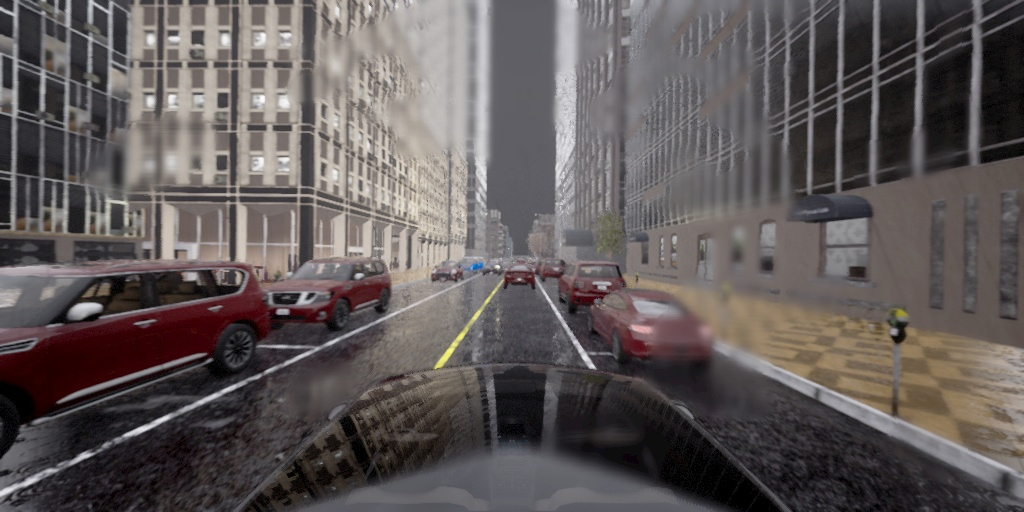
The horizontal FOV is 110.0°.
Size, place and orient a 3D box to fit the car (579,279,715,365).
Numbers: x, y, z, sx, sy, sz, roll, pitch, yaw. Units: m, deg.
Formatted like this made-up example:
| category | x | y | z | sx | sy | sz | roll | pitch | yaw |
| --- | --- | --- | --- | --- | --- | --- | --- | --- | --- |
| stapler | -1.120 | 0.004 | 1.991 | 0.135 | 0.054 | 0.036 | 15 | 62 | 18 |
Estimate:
| category | x | y | z | sx | sy | sz | roll | pitch | yaw |
| --- | --- | --- | --- | --- | --- | --- | --- | --- | --- |
| car | 2.793 | 1.368 | 7.925 | 1.802 | 1.307 | 4.207 | 0 | 0 | 1 |

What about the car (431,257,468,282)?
| category | x | y | z | sx | sy | sz | roll | pitch | yaw |
| --- | --- | --- | --- | --- | --- | --- | --- | --- | --- |
| car | -4.801 | 1.097 | 27.219 | 1.967 | 1.591 | 4.097 | 0 | 0 | 1 |

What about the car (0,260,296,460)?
| category | x | y | z | sx | sy | sz | roll | pitch | yaw |
| --- | --- | --- | --- | --- | --- | --- | --- | --- | --- |
| car | -5.432 | 0.982 | 4.528 | 2.192 | 1.841 | 5.009 | 0 | 0 | 1 |

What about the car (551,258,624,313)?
| category | x | y | z | sx | sy | sz | roll | pitch | yaw |
| --- | --- | --- | --- | --- | --- | --- | --- | --- | --- |
| car | 2.944 | 1.098 | 13.961 | 2.192 | 1.841 | 5.009 | 0 | 0 | 1 |

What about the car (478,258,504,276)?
| category | x | y | z | sx | sy | sz | roll | pitch | yaw |
| --- | --- | --- | --- | --- | --- | --- | --- | --- | --- |
| car | -1.918 | 1.239 | 36.978 | 2.033 | 1.411 | 5.357 | 1 | 0 | 1 |

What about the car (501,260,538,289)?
| category | x | y | z | sx | sy | sz | roll | pitch | yaw |
| --- | --- | --- | --- | --- | --- | --- | --- | --- | --- |
| car | 0.497 | 1.219 | 23.459 | 1.882 | 1.535 | 5.008 | 1 | 0 | 1 |

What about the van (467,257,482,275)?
| category | x | y | z | sx | sy | sz | roll | pitch | yaw |
| --- | --- | --- | --- | --- | --- | --- | --- | --- | --- |
| van | -4.473 | 0.993 | 37.799 | 1.690 | 1.789 | 3.998 | 0 | 0 | 1 |

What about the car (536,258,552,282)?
| category | x | y | z | sx | sy | sz | roll | pitch | yaw |
| --- | --- | --- | --- | --- | --- | --- | --- | --- | --- |
| car | 3.240 | 1.090 | 28.909 | 2.192 | 1.841 | 5.009 | 0 | 0 | 1 |

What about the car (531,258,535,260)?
| category | x | y | z | sx | sy | sz | roll | pitch | yaw |
| --- | --- | --- | --- | --- | --- | --- | --- | --- | --- |
| car | 3.404 | 1.084 | 37.603 | 2.192 | 1.841 | 5.009 | 0 | 0 | 1 |

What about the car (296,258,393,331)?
| category | x | y | z | sx | sy | sz | roll | pitch | yaw |
| --- | --- | --- | --- | --- | --- | --- | --- | --- | --- |
| car | -5.275 | 0.979 | 10.858 | 2.192 | 1.841 | 5.009 | 0 | 0 | 1 |
